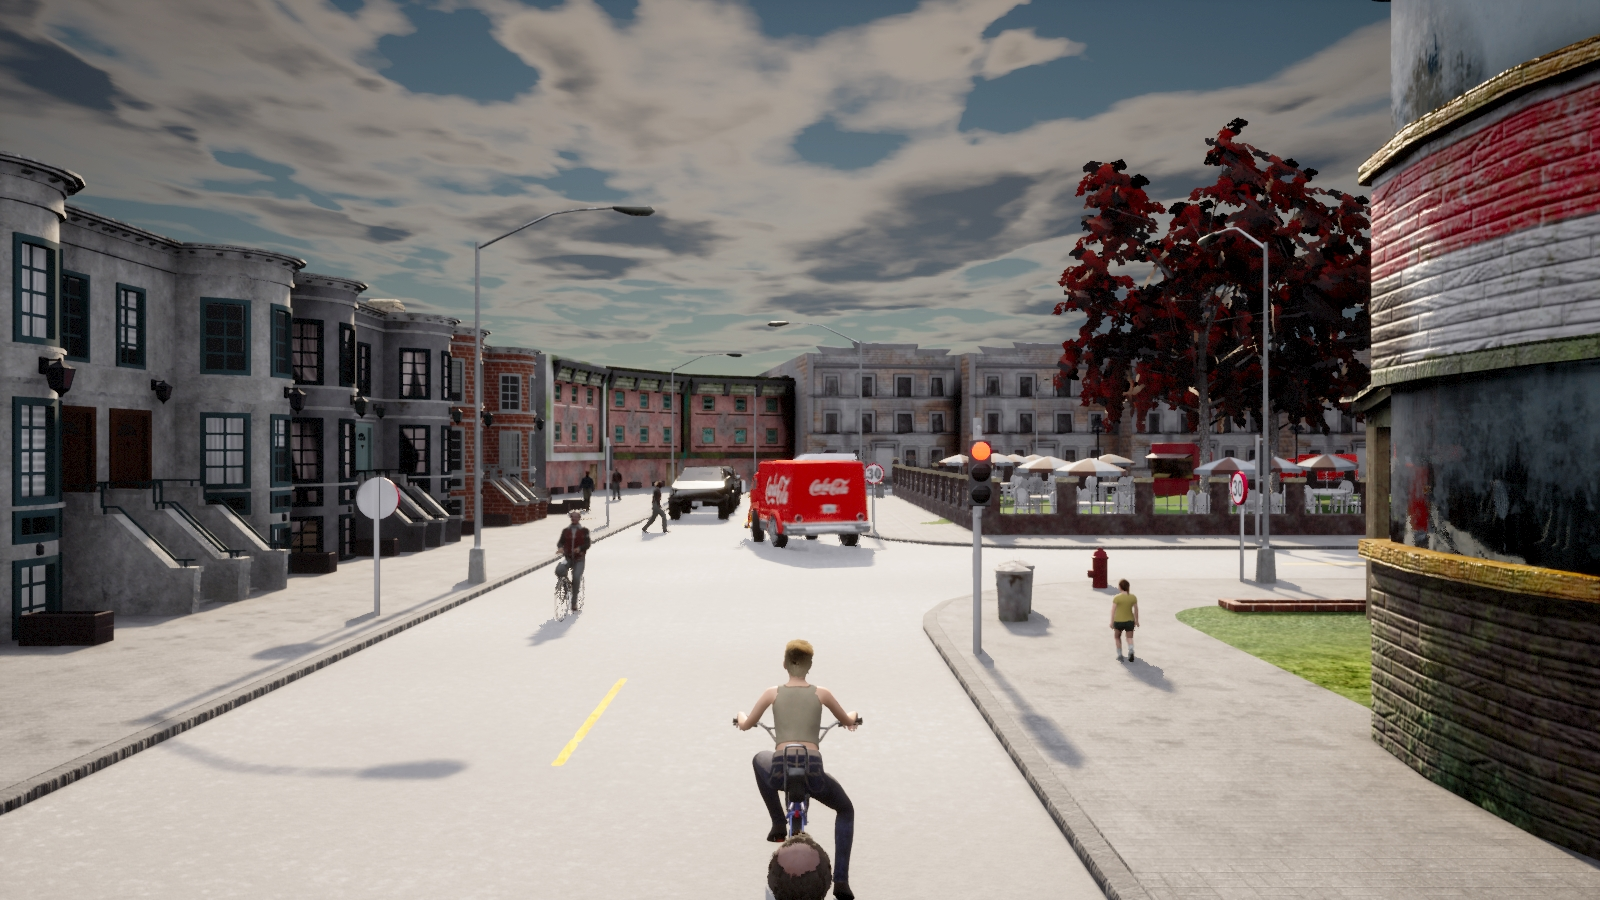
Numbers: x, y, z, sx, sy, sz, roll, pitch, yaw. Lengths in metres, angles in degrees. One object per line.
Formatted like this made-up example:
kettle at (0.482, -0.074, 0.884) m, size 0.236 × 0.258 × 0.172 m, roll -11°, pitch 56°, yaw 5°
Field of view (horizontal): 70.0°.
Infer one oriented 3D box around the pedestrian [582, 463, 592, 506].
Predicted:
pedestrian at (-9.210, 1.504, 49.441) m, size 0.375 × 1.860 × 0.375 m, roll 0°, pitch 0°, yaw -6°

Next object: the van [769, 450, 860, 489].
van at (0.989, 1.286, 77.329) m, size 5.915 × 2.561 × 1.988 m, roll 0°, pitch 0°, yaw -25°

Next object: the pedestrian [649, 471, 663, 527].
pedestrian at (-4.753, 1.613, 37.753) m, size 0.375 × 1.860 × 0.375 m, roll 0°, pitch 0°, yaw 3°

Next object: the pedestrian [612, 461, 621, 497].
pedestrian at (-9.573, 1.502, 59.632) m, size 0.375 × 1.860 × 0.375 m, roll 0°, pitch 0°, yaw 14°

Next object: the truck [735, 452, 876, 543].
truck at (0.040, 1.324, 33.984) m, size 2.627 × 2.467 × 5.204 m, roll -1°, pitch 0°, yaw -19°

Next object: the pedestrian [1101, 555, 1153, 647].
pedestrian at (4.141, 1.898, 14.471) m, size 0.500 × 1.100 × 0.500 m, roll 0°, pitch 0°, yaw -3°

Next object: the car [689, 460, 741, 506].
car at (-4.051, 1.538, 55.431) m, size 2.150 × 2.045 × 5.566 m, roll 0°, pitch 0°, yaw 0°

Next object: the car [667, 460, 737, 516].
car at (-3.997, 1.515, 47.708) m, size 2.390 × 2.098 × 6.274 m, roll 0°, pitch 0°, yaw 0°
